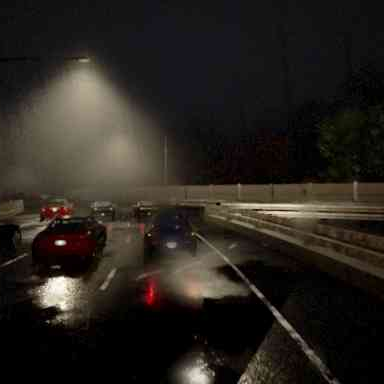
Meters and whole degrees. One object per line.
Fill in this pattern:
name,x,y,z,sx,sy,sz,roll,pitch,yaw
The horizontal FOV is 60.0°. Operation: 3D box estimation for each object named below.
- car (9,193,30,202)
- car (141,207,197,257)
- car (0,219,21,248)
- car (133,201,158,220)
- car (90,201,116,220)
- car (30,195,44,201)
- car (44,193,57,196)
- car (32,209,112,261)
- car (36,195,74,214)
car,-39.972,1.195,76.114,5.566,2.045,2.150,0,0,42
car,-0.916,1.520,12.869,1.812,1.442,4.674,0,0,-7
car,-7.833,1.516,11.880,2.128,1.511,4.902,0,0,-7
car,-3.918,1.487,28.244,2.128,1.511,4.902,0,0,-14
car,-7.393,1.495,27.692,2.128,1.511,4.902,-1,1,-15
car,-37.536,1.434,78.630,5.008,1.535,1.882,0,0,42
car,-34.729,1.182,80.867,5.566,2.045,2.150,0,0,42
car,-4.395,1.573,12.488,1.994,1.385,4.181,0,0,-7
car,-10.805,1.377,26.924,2.097,1.767,4.553,0,0,-14
